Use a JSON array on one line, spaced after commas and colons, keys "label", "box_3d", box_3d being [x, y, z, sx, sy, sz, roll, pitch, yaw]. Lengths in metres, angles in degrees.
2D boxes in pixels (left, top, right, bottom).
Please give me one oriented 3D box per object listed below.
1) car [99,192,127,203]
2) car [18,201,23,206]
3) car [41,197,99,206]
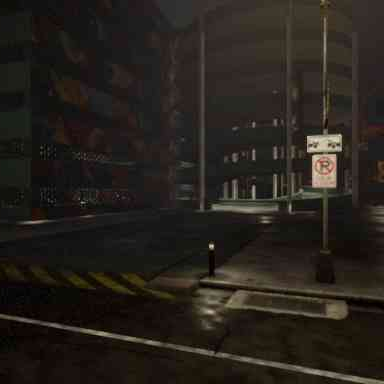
[{"label": "car", "box_3d": [-14.639, 1.028, 61.114, 5.566, 2.045, 2.435, 0, 0, 20]}, {"label": "car", "box_3d": [-20.326, 1.462, 43.492, 4.718, 1.301, 1.895, 0, 0, 20]}, {"label": "car", "box_3d": [-11.903, 1.319, 32.363, 4.674, 1.452, 2.002, 0, 0, 20]}]
